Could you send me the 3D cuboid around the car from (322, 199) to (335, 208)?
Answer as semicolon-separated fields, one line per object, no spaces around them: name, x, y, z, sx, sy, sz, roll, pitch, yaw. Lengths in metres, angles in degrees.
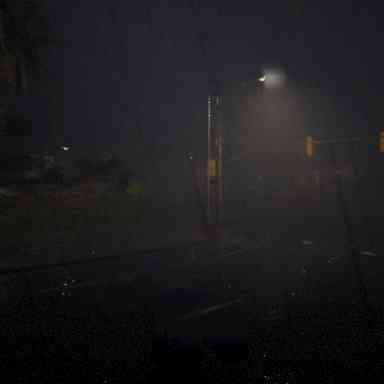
car;26.898;2.229;65.555;2.185;1.767;4.553;0;-1;26

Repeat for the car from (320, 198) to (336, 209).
car;24.182;2.277;59.729;2.097;1.535;5.008;0;-1;26

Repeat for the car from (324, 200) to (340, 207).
car;31.694;2.486;75.202;2.231;1.521;4.892;0;-1;36

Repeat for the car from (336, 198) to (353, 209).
car;28.590;2.059;62.116;2.150;2.045;5.566;0;-1;26

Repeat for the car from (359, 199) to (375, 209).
car;31.730;2.349;60.568;1.812;1.442;4.674;0;-1;26

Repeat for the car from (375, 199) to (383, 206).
car;44.589;2.668;78.621;1.895;1.301;4.718;0;-1;27

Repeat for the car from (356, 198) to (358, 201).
car;38.496;2.363;74.280;2.097;1.767;4.553;0;-1;26

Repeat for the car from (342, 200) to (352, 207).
car;35.456;2.523;76.025;1.837;1.490;4.892;0;-1;26
